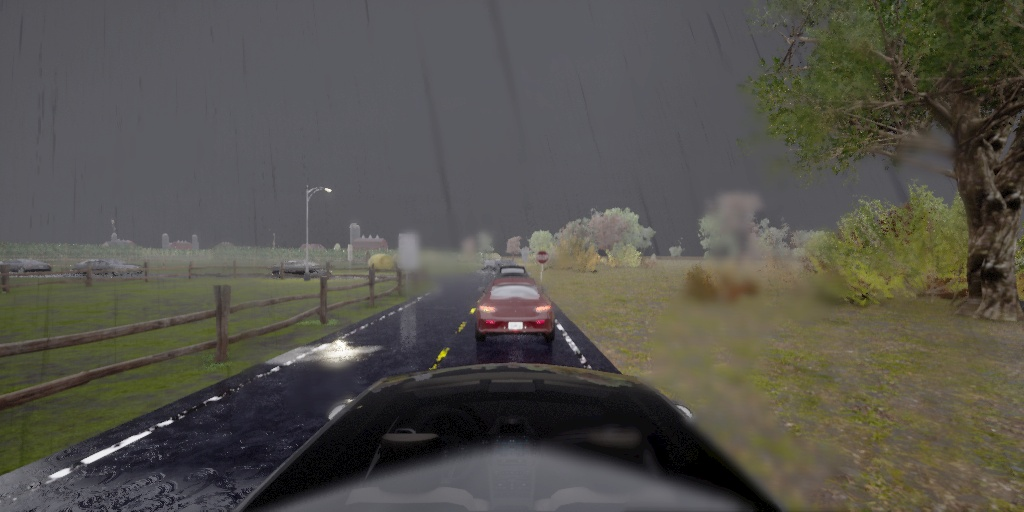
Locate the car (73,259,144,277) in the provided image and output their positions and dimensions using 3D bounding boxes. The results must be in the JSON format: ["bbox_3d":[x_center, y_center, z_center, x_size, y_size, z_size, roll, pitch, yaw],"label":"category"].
[{"bbox_3d":[-35.034,1.020,31.233,4.902,1.511,2.128,0,1,-1],"label":"car"}]

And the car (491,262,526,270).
[{"bbox_3d":[-0.007,1.248,18.853,1.837,1.490,4.892,0,0,-1],"label":"car"}]

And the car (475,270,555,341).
[{"bbox_3d":[0.060,1.271,9.697,1.812,1.442,4.674,0,0,0],"label":"car"}]

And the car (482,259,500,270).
[{"bbox_3d":[-3.058,1.261,50.050,1.837,1.490,4.892,0,0,0],"label":"car"}]

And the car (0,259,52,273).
[{"bbox_3d":[-46.632,0.979,33.951,4.181,1.385,1.994,0,1,0],"label":"car"}]

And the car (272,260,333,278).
[{"bbox_3d":[-18.308,1.137,31.479,4.902,1.511,2.128,0,1,-1],"label":"car"}]
